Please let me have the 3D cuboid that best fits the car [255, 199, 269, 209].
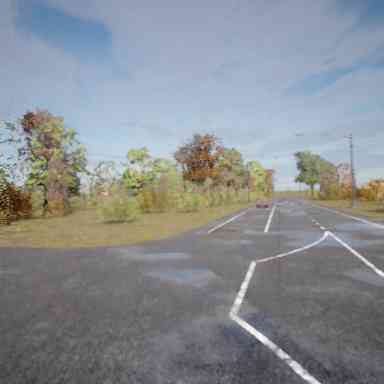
[{"bbox_3d":[11.306,1.869,53.556,1.882,1.535,5.008,-2,-1,15],"label":"car"}]
